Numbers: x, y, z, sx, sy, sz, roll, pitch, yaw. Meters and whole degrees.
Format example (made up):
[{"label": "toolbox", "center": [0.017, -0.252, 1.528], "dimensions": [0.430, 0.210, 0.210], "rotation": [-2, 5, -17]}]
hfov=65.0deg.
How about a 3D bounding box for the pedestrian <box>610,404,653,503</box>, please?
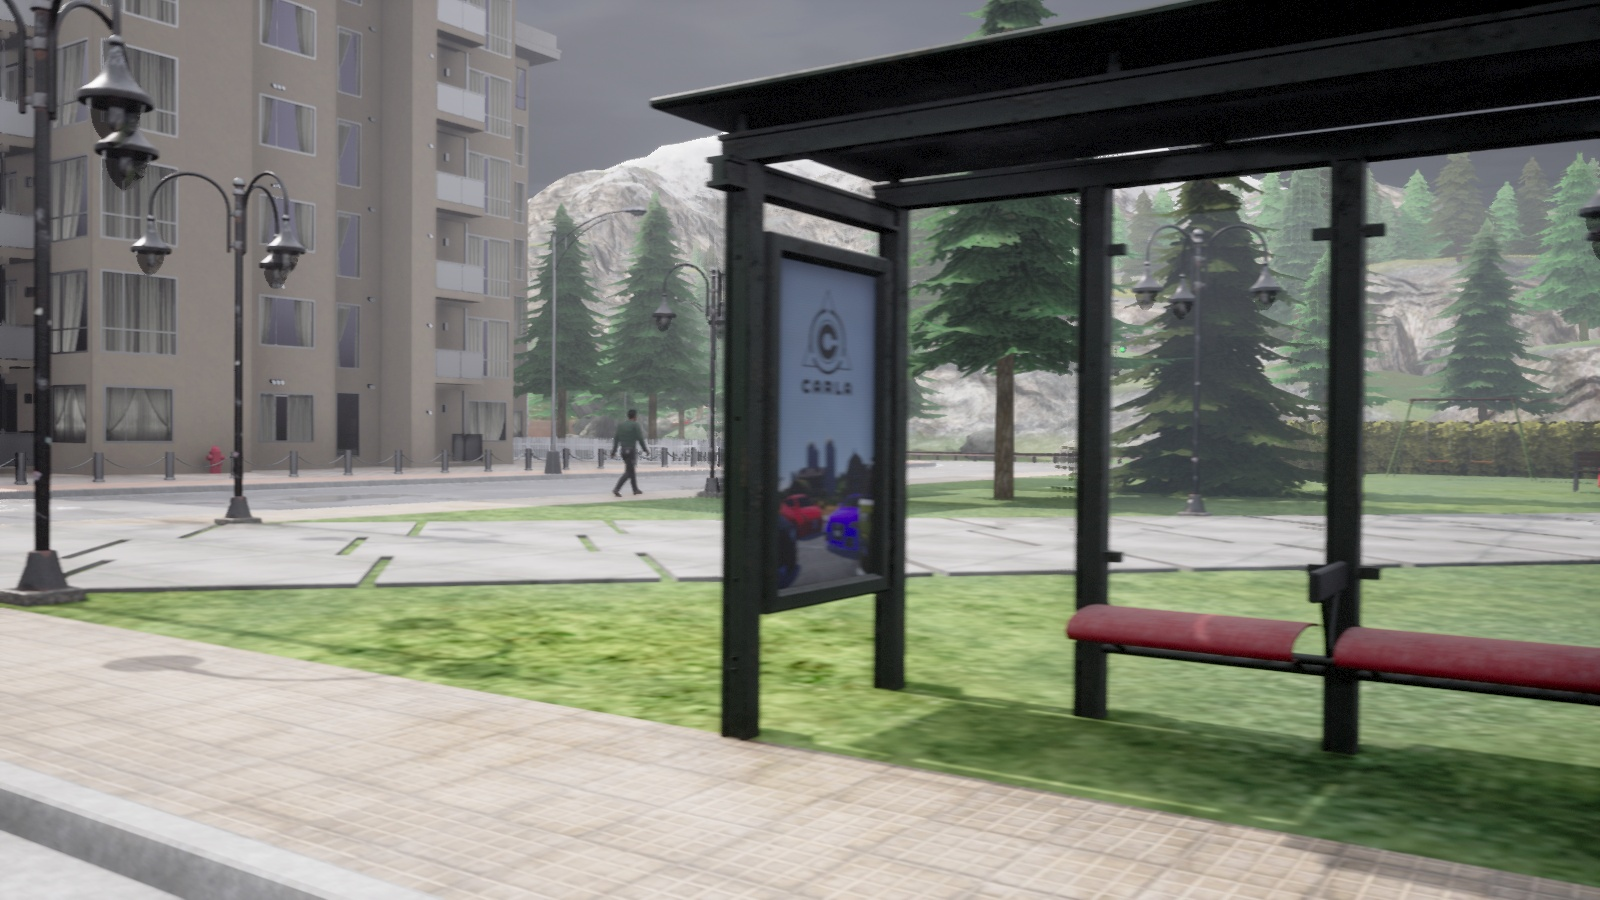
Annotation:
[{"label": "pedestrian", "center": [-3.351, 0.065, 25.055], "dimensions": [0.423, 1.949, 0.788], "rotation": [0, 1, 32]}]
